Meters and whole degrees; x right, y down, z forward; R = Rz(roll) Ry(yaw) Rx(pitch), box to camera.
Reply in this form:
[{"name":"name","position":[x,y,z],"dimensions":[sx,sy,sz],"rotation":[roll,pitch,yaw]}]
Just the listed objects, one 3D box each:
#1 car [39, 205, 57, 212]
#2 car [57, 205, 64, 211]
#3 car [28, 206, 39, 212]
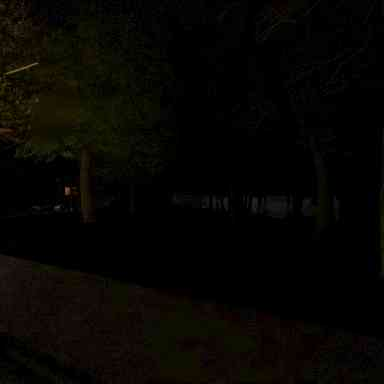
[{"name":"car","position":[-33.375,3.885,77.202],"dimensions":[1.837,1.490,4.892],"rotation":[0,-2,-9]},{"name":"car","position":[-35.087,4.237,87.486],"dimensions":[2.128,1.511,4.902],"rotation":[0,-2,-9]},{"name":"car","position":[-36.794,3.999,77.956],"dimensions":[2.033,1.411,5.357],"rotation":[0,-2,-9]}]
